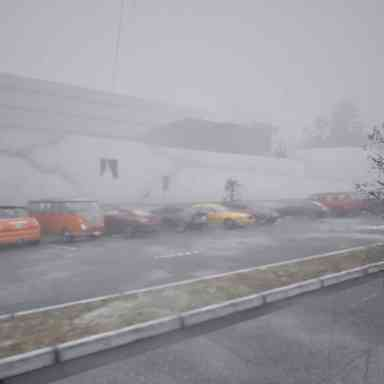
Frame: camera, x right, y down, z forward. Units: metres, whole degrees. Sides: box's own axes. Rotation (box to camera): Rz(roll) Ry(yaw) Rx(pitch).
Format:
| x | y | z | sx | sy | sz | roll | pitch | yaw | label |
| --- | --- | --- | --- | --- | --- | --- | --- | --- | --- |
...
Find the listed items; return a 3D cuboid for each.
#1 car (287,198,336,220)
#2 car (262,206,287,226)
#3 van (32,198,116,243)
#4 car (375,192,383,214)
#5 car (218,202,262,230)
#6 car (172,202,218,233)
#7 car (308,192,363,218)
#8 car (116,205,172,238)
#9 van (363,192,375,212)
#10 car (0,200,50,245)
| x | y | z | sx | sy | sz | roll | pitch | yaw | label |
| --- | --- | --- | --- | --- | --- | --- | --- | --- | --- |
| 8.496 | 1.404 | 26.331 | 4.674 | 1.452 | 2.002 | -1 | 0 | 35 | car |
| 3.657 | 1.455 | 22.857 | 4.792 | 1.488 | 2.163 | -1 | -1 | 35 | car |
| -5.995 | 1.264 | 15.893 | 4.442 | 1.987 | 1.878 | -1 | -1 | 35 | van |
| 15.809 | 0.997 | 31.514 | 5.566 | 2.045 | 2.435 | -1 | 0 | 35 | car |
| 1.355 | 1.443 | 21.042 | 5.366 | 1.575 | 1.946 | -1 | -1 | 35 | car |
| -1.260 | 1.499 | 19.424 | 4.792 | 1.488 | 2.163 | -1 | 0 | 35 | car |
| 10.894 | 1.079 | 28.079 | 5.566 | 2.045 | 2.435 | -1 | 0 | 35 | car |
| -3.663 | 1.521 | 17.675 | 4.674 | 1.452 | 2.002 | -1 | 0 | 35 | car |
| 13.452 | 1.062 | 29.734 | 4.442 | 1.987 | 1.878 | -1 | -1 | 35 | van |
| -8.506 | 1.369 | 14.200 | 4.553 | 1.767 | 2.185 | -1 | -1 | 35 | car |
